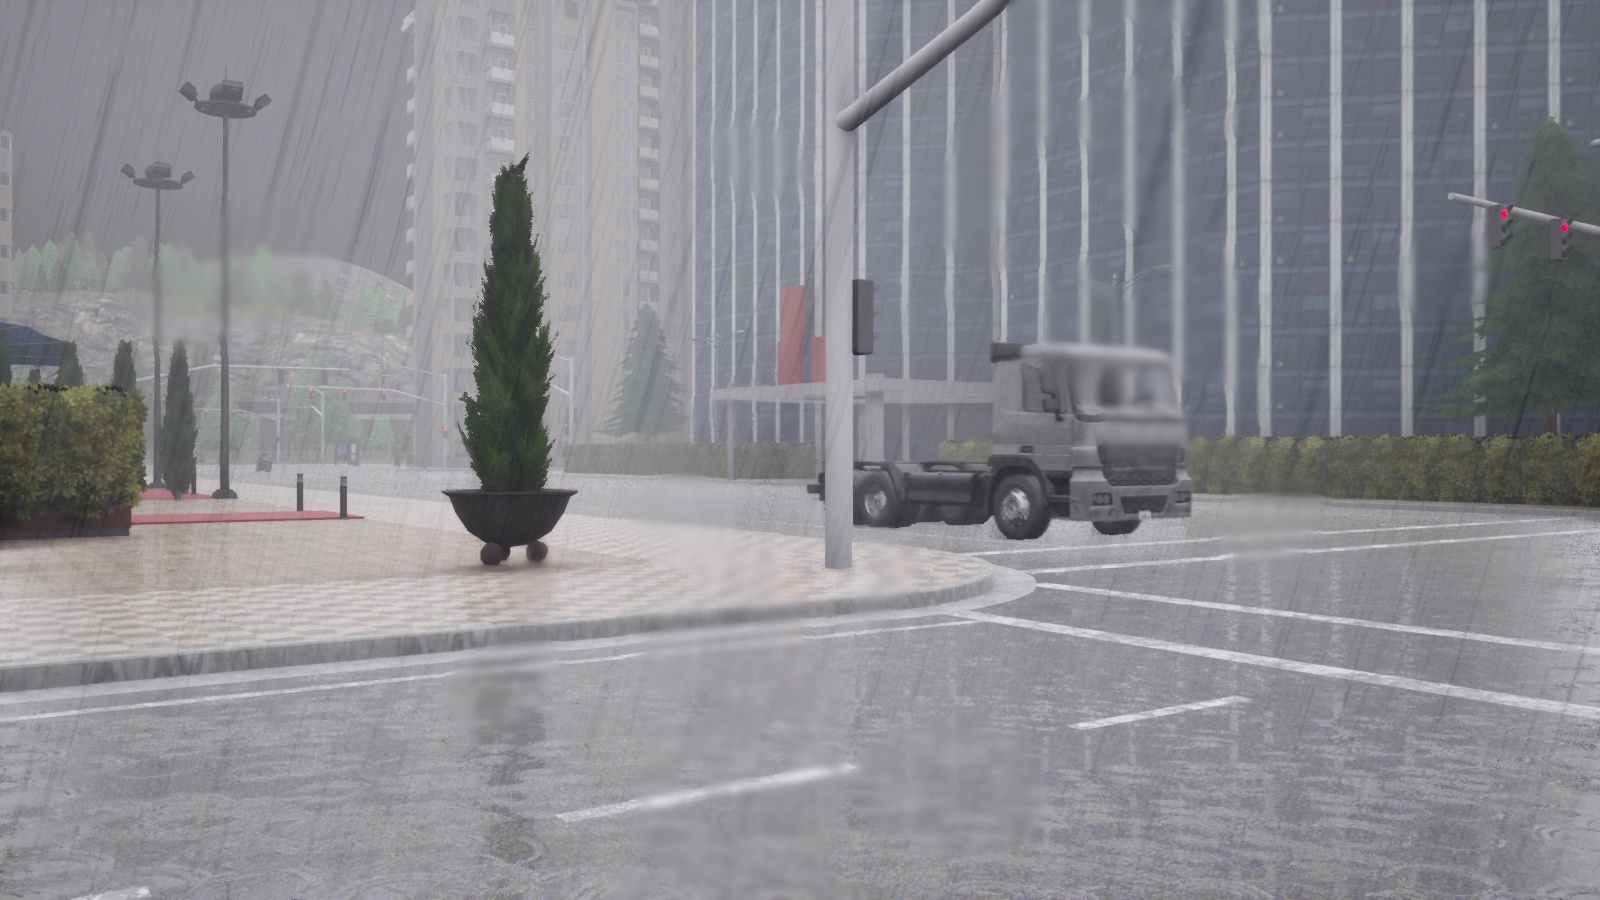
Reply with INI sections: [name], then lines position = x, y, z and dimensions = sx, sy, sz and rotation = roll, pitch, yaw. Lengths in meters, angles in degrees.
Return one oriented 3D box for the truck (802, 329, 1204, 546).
[truck]
position = 3.517, -0.185, 24.164
dimensions = 2.891, 3.462, 7.936
rotation = 0, 0, -35
